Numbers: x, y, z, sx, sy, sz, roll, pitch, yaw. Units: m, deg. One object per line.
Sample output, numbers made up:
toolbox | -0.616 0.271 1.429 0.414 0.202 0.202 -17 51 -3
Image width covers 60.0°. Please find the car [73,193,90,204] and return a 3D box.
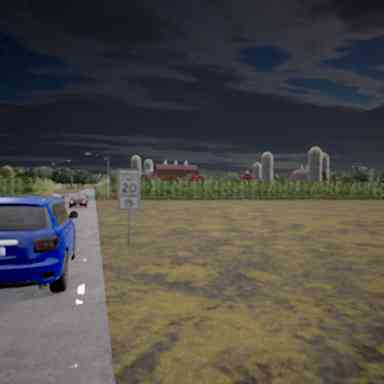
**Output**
car | -15.568 0.891 46.951 2.033 1.411 5.357 0 1 -16

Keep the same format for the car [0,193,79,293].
car | -4.194 1.108 8.416 2.150 2.045 5.566 0 1 -16

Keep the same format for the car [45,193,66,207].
car | -16.588 0.935 40.658 1.812 1.442 4.674 0 1 -16

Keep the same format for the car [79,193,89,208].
car | -12.673 1.085 37.308 1.895 1.301 4.718 0 1 -16

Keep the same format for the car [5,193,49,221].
car | -11.820 0.993 24.201 2.097 1.767 4.553 0 1 -16
